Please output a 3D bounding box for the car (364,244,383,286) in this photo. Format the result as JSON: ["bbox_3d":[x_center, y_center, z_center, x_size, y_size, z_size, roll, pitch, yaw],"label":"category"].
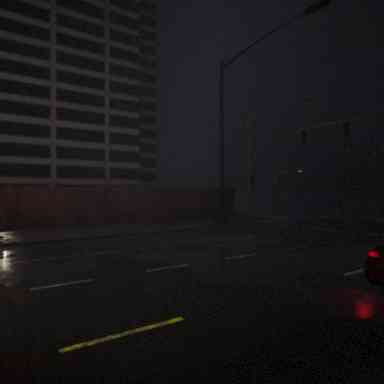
[{"bbox_3d":[6.098,1.543,8.143,4.181,1.385,1.994,0,0,-35],"label":"car"}]
